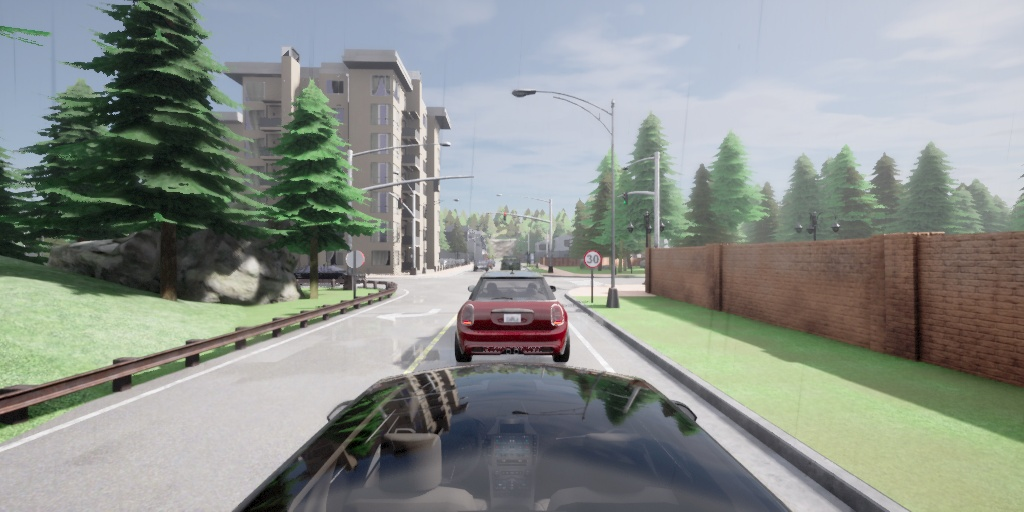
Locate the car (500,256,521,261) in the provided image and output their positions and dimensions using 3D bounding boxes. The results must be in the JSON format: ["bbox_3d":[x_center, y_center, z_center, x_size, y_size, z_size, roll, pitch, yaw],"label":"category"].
[{"bbox_3d":[-0.184,0.970,41.771,2.150,2.045,5.566,0,0,-1],"label":"car"}]

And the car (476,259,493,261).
[{"bbox_3d":[-3.982,1.240,46.675,2.128,1.511,4.902,0,0,-1],"label":"car"}]

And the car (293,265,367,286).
[{"bbox_3d":[-13.071,1.312,25.032,5.357,1.411,2.033,0,0,-1],"label":"car"}]

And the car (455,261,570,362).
[{"bbox_3d":[0.005,1.102,8.354,2.097,1.767,4.553,0,0,0],"label":"car"}]
